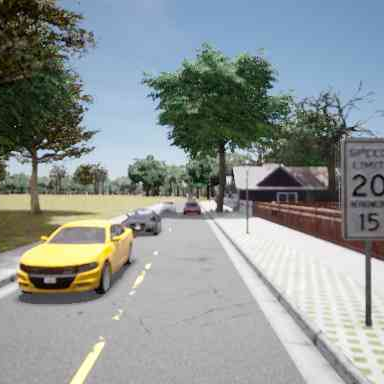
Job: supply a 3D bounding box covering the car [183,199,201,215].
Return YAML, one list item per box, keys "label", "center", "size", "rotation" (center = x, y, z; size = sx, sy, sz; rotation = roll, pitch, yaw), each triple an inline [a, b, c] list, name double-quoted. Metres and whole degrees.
- label: "car"
  center: [0.026, 1.848, 38.159]
  size: [1.994, 1.385, 4.181]
  rotation: [0, 0, 1]

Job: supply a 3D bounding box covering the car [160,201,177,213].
- label: "car"
  center: [-2.924, 1.828, 41.451]
  size: [1.812, 1.442, 4.674]
  rotation: [0, 0, 0]

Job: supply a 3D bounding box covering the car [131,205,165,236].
- label: "car"
  center: [-2.884, 1.719, 19.557]
  size: [1.994, 1.385, 4.181]
  rotation: [0, 0, -1]

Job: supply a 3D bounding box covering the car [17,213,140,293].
- label: "car"
  center: [-2.883, 1.552, 9.256]
  size: [1.882, 1.535, 5.008]
  rotation: [0, -1, 0]

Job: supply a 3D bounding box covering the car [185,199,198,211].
- label: "car"
  center: [-0.043, 1.842, 48.038]
  size: [1.837, 1.490, 4.892]
  rotation: [0, 0, 0]
